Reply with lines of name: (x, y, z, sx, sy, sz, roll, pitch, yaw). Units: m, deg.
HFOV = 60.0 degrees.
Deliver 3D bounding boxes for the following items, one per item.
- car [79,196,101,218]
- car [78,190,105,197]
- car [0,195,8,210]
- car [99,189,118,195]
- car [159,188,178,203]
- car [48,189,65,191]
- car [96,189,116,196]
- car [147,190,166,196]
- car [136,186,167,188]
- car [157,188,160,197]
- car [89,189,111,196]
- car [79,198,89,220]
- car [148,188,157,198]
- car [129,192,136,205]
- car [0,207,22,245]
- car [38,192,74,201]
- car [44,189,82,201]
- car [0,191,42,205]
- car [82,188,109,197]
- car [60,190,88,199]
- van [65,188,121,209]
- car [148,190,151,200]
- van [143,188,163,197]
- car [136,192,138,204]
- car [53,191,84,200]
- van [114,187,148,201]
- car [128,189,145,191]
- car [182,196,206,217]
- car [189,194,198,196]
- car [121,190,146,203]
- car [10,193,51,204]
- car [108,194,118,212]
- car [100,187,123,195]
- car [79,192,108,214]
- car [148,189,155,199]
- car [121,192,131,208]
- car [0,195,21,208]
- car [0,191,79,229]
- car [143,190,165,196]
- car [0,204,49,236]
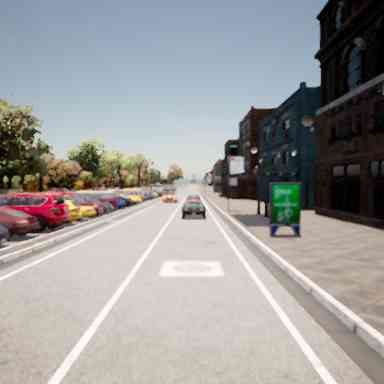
car: (-9.728, 1.272, 23.943, 5.366, 1.575, 1.946, 0, 1, 1)
car: (-22.332, 0.362, 74.025, 5.366, 1.575, 1.946, 0, 1, 1)
car: (-22.522, 1.082, 35.167, 4.892, 1.521, 2.231, 0, 1, 1)
car: (-22.045, -0.031, 87.942, 4.553, 1.767, 2.185, 0, 1, 1)
car: (-3.184, 0.674, 48.863, 2.097, 1.767, 4.553, 0, 1, 1)
car: (-22.325, 0.659, 51.870, 4.553, 1.767, 2.185, 0, 1, 1)
car: (-22.072, 0.023, 85.158, 4.553, 1.767, 2.185, 0, 1, 1)
car: (-8.963, 0.190, 85.163, 4.674, 1.452, 2.002, 0, 1, 1)
car: (-9.038, 0.115, 74.026, 5.566, 2.045, 2.435, 0, 1, 1)
car: (-9.178, 0.581, 62.901, 4.892, 1.521, 2.231, 0, 1, 1)
car: (-22.061, 0.129, 79.714, 4.553, 1.767, 2.185, 0, 1, 1)
car: (-9.563, 1.322, 21.159, 5.008, 1.535, 2.097, 0, 1, 1)
car: (-9.167, 0.508, 60.115, 4.553, 1.767, 2.185, 0, 1, 1)
car: (-9.405, 1.036, 37.855, 5.008, 1.535, 2.097, 0, 1, 1)
car: (-9.619, 1.488, 12.808, 4.792, 1.488, 2.163, 0, 1, 1)
car: (-22.335, 0.732, 54.657, 5.008, 1.535, 2.097, 0, 1, 1)
car: (-22.276, 0.430, 57.438, 5.566, 2.045, 2.435, 0, 1, 1)
car: (-22.405, 0.809, 43.518, 4.553, 1.767, 2.185, 0, 1, 1)
car: (-22.148, 0.060, 76.803, 5.566, 2.045, 2.435, 0, 1, 1)
car: (-22.282, 0.451, 63.009, 4.553, 1.767, 2.185, 0, 1, 1)
van: (-9.580, 0.907, 32.287, 4.442, 1.987, 1.878, 0, 1, 1)
car: (-9.248, 0.817, 51.770, 4.792, 1.488, 2.163, 0, 1, 1)
van: (-8.924, 0.089, 76.684, 4.442, 1.987, 1.878, 0, 1, 1)
car: (-9.386, 1.028, 40.640, 4.674, 1.452, 2.002, 0, 1, 1)
car: (-22.284, 0.631, 60.226, 4.892, 1.521, 2.231, 0, 1, 1)
van: (-9.187, 0.614, 48.919, 4.442, 1.987, 1.878, 0, 1, 1)
car: (-9.299, 0.763, 46.201, 4.553, 1.767, 2.185, 0, 1, 1)
car: (0.152, 1.301, 27.142, 1.895, 1.301, 4.718, 0, 1, 0)
car: (0.216, 0.983, 43.560, 1.994, 1.385, 4.181, 0, 1, 0)
car: (-9.172, 0.935, 43.419, 5.366, 1.575, 1.946, 0, 1, 1)
car: (-22.413, 0.925, 46.305, 4.674, 1.452, 2.002, 0, 1, 1)
car: (-9.496, 1.182, 29.507, 4.892, 1.521, 2.231, 0, 1, 1)
car: (-22.015, -0.213, 90.850, 5.566, 2.045, 2.435, 0, 1, 1)
car: (-9.486, 1.104, 26.597, 4.553, 1.767, 2.185, 0, 1, 1)
car: (-9.227, 0.725, 57.336, 4.674, 1.452, 2.002, 0, 1, 1)
car: (-9.442, 1.085, 35.073, 5.008, 1.535, 2.097, 0, 1, 1)
car: (-22.518, 1.062, 37.950, 4.792, 1.488, 2.163, 0, 1, 1)
car: (-9.623, 1.118, 18.372, 5.566, 2.045, 2.435, 0, 1, 1)
car: (-9.006, 0.260, 79.596, 4.892, 1.521, 2.231, 0, 1, 1)
car: (-9.619, 1.456, 15.594, 4.674, 1.452, 2.002, 0, 1, 1)
